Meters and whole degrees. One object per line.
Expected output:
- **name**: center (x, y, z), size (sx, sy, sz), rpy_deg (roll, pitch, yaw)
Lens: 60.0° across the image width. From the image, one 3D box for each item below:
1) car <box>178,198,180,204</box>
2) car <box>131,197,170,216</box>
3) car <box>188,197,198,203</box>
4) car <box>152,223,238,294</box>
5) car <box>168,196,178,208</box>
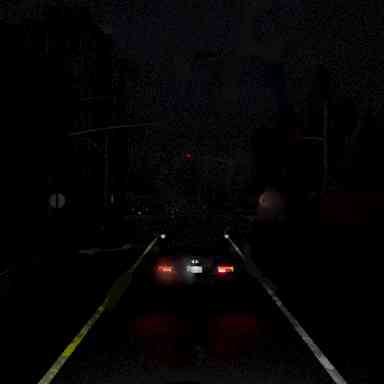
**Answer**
- **car**: center (-3.437, 1.503, 64.160), size (1.837, 1.490, 4.892), rpy_deg (0, 0, 1)
- **car**: center (-4.229, 1.546, 33.196), size (2.033, 1.411, 5.357), rpy_deg (0, 0, 13)
- **car**: center (0.219, 1.600, 69.713), size (1.895, 1.301, 4.718), rpy_deg (0, 0, 0)
- **car**: center (0.074, 1.547, 8.941), size (2.033, 1.411, 5.357), rpy_deg (0, 0, 0)
- **car**: center (-3.511, 1.505, 49.047), size (1.837, 1.490, 4.892), rpy_deg (0, 0, 0)
